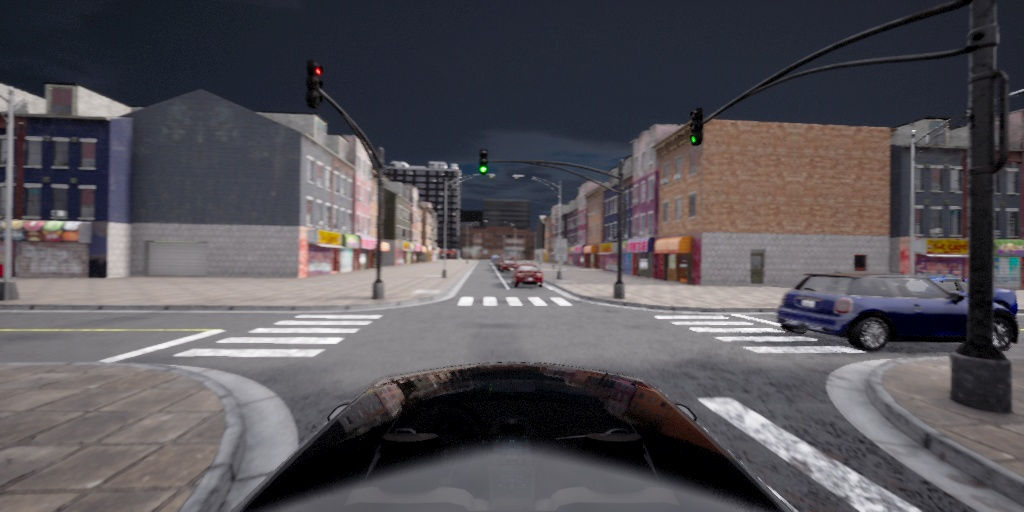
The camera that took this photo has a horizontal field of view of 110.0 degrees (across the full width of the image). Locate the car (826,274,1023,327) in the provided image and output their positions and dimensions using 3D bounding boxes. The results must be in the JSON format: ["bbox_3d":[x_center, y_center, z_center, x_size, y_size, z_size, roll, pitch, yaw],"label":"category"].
[{"bbox_3d":[13.742,1.415,12.018,5.008,1.535,1.882,0,0,-5],"label":"car"}]

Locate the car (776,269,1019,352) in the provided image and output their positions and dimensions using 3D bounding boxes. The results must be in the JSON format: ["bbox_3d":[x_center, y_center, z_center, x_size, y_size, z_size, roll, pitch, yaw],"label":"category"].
[{"bbox_3d":[9.236,1.199,8.797,4.553,1.767,2.097,1,0,-5],"label":"car"}]

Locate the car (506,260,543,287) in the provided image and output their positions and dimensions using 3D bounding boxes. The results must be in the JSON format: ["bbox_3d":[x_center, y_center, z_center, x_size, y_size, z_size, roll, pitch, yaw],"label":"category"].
[{"bbox_3d":[0.874,1.181,22.889,1.888,1.381,4.507,0,0,-4],"label":"car"}]

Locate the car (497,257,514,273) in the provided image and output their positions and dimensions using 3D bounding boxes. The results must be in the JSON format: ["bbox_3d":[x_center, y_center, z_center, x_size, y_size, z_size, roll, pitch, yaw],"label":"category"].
[{"bbox_3d":[-0.372,1.078,39.152,1.888,1.381,4.507,0,0,-4],"label":"car"}]

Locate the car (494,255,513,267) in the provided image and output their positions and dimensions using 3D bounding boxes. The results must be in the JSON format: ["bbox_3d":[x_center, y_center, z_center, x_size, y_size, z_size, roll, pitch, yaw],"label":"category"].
[{"bbox_3d":[-0.788,0.816,44.573,2.192,1.841,5.009,0,0,-4],"label":"car"}]
